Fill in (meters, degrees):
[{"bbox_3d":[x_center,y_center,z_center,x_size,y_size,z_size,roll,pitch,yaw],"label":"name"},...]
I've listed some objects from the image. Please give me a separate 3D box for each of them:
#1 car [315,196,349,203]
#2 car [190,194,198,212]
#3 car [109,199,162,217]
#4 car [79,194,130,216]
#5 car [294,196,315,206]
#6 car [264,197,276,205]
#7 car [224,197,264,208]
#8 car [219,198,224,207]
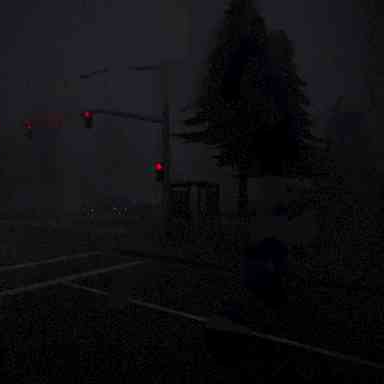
[{"bbox_3d":[20.417,1.318,47.443,4.553,1.767,2.097,0,0,-28],"label":"car"},{"bbox_3d":[0.540,1.211,39.580,2.150,2.045,5.566,0,0,37],"label":"car"},{"bbox_3d":[-5.226,1.591,31.713,1.895,1.301,4.718,0,0,36],"label":"car"},{"bbox_3d":[-8.464,1.219,33.199,2.150,2.045,5.566,0,0,36],"label":"car"},{"bbox_3d":[17.436,1.325,49.896,4.553,1.767,2.097,0,0,-29],"label":"car"},{"bbox_3d":[11.339,1.537,54.664,5.357,1.411,2.033,0,0,-32],"label":"car"},{"bbox_3d":[7.467,1.535,47.366,5.357,1.411,2.033,0,0,-42],"label":"car"},{"bbox_3d":[3.104,1.521,47.870,4.674,1.442,1.812,0,0,-45],"label":"car"}]
